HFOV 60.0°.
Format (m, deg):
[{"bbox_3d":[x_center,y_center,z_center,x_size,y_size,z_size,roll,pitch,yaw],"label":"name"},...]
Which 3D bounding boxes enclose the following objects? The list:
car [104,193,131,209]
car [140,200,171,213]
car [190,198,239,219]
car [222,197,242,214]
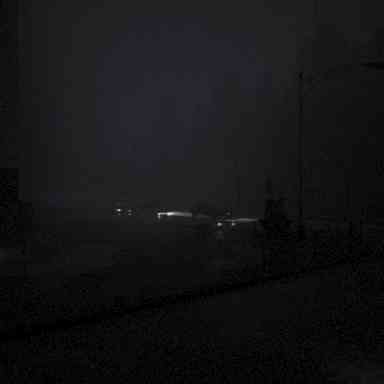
[{"bbox_3d":[-10.413,1.221,46.220,2.150,2.045,5.566,0,0,-35],"label":"car"},{"bbox_3d":[-4.170,1.564,37.481,1.994,1.385,4.181,0,0,-35],"label":"car"},{"bbox_3d":[1.641,1.526,29.400,1.812,1.442,4.674,0,0,-36],"label":"car"},{"bbox_3d":[3.002,1.352,34.653,2.097,1.767,4.553,0,0,-35],"label":"car"}]
